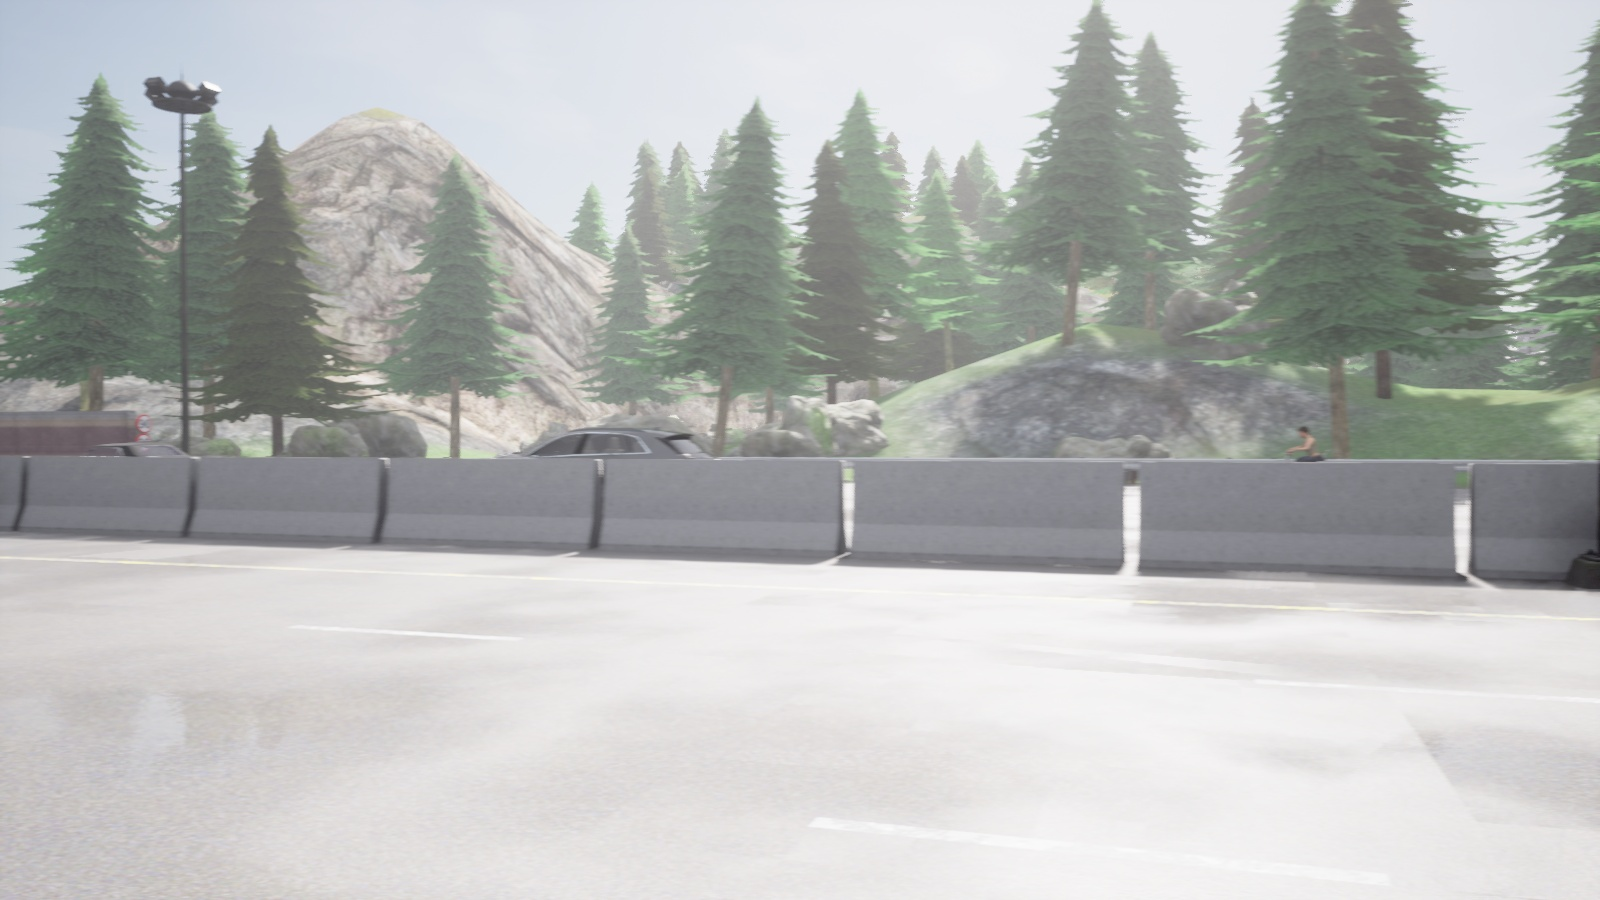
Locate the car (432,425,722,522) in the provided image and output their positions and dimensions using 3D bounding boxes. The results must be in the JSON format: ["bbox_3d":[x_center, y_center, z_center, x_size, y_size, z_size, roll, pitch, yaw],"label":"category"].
[{"bbox_3d":[-4.065,0.370,23.021,4.856,1.649,2.033,1,1,19],"label":"car"}]

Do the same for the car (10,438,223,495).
[{"bbox_3d":[-16.859,0.361,30.986,4.718,1.301,1.895,1,1,18],"label":"car"}]
